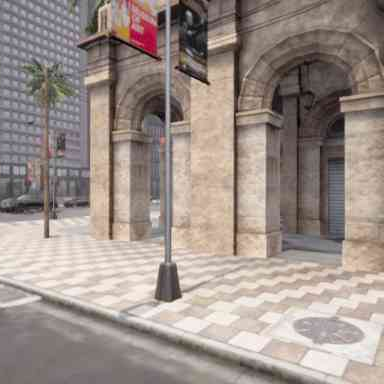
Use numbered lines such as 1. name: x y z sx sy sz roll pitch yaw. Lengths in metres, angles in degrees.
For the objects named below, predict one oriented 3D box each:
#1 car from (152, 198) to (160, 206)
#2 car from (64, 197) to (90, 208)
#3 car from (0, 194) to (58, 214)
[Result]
1. car: -4.410 1.471 53.728 2.128 1.511 4.902 0 0 36
2. car: -16.291 1.489 48.472 2.161 1.482 4.786 0 0 35
3. car: -17.276 1.201 35.758 2.150 2.045 5.566 0 0 36
